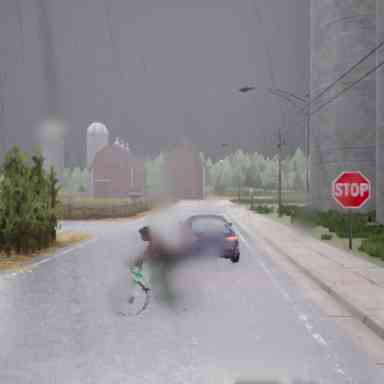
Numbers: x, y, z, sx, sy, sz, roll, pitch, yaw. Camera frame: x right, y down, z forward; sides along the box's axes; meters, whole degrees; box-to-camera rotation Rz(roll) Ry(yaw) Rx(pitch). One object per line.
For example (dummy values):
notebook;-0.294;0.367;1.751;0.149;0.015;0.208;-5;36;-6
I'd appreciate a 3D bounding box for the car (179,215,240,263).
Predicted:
car;0.520;1.526;11.857;1.812;1.442;4.674;0;0;-2

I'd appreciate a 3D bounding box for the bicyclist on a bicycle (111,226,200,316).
bicyclist on a bicycle;-0.666;1.452;6.110;1.656;1.620;0.582;-2;0;-10
